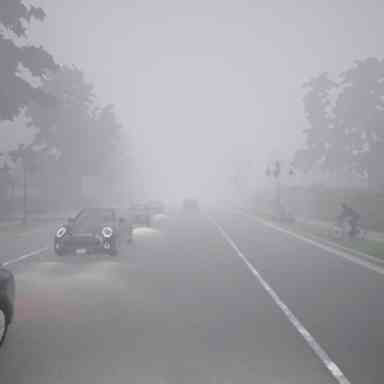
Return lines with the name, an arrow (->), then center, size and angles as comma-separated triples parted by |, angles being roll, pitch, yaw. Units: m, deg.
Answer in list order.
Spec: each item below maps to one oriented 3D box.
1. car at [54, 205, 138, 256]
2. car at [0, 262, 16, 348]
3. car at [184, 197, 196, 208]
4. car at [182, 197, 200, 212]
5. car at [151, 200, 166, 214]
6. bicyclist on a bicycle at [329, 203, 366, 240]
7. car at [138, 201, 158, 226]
car -> -3.672, 1.359, 13.181 | 2.097, 1.767, 4.553 | 0, 0, 0
car -> -3.609, 1.511, 3.205 | 1.837, 1.490, 4.892 | 0, 0, 0
car -> -0.300, 1.521, 49.453 | 1.812, 1.442, 4.674 | 0, 0, 0
car -> -0.138, 1.495, 39.357 | 2.128, 1.511, 4.902 | 0, 0, 0
car -> -3.780, 1.572, 34.666 | 1.994, 1.385, 4.181 | 0, 0, 0
bicyclist on a bicycle -> 6.803, 1.294, 14.541 | 1.656, 1.620, 0.582 | 0, 0, 0
car -> -3.728, 1.572, 23.141 | 1.994, 1.385, 4.181 | 0, 0, 0
